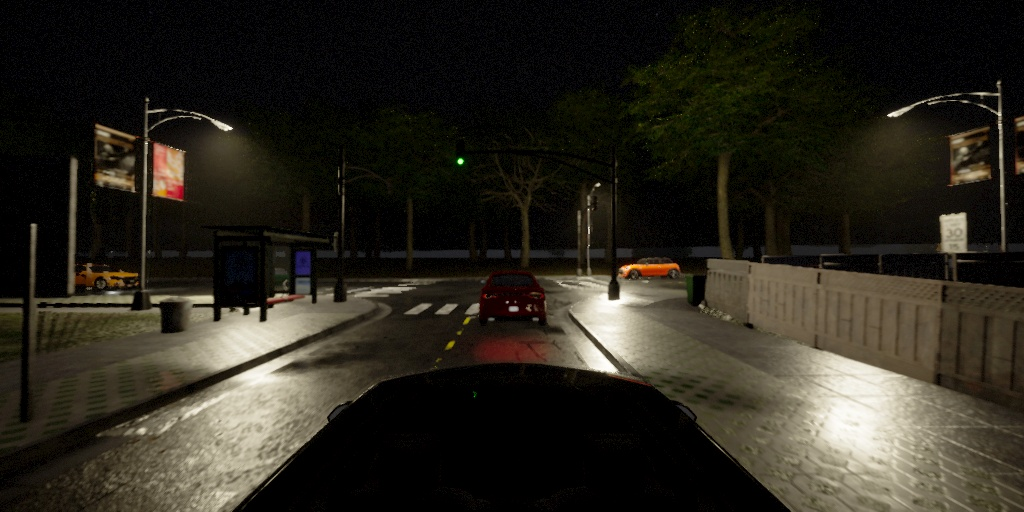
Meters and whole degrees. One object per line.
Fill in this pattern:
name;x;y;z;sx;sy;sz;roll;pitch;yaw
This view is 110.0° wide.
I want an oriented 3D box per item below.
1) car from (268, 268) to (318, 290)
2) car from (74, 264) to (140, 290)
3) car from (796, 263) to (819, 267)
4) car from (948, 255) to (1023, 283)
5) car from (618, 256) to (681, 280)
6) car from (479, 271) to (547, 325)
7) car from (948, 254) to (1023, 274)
car;-14.553;1.384;21.876;4.718;1.301;1.895;0;-1;3
car;-25.688;1.235;21.908;5.008;1.535;1.882;0;-1;0
car;21.967;0.991;28.499;4.718;1.301;1.895;-1;-1;0
car;22.261;0.739;18.565;5.357;1.411;2.033;-1;-1;0
car;10.808;0.945;28.526;4.553;1.767;2.097;-1;-1;0
car;-0.025;1.211;11.753;1.882;1.535;5.008;0;0;-2
car;38.075;0.639;28.435;4.674;1.442;1.812;-1;-1;0
